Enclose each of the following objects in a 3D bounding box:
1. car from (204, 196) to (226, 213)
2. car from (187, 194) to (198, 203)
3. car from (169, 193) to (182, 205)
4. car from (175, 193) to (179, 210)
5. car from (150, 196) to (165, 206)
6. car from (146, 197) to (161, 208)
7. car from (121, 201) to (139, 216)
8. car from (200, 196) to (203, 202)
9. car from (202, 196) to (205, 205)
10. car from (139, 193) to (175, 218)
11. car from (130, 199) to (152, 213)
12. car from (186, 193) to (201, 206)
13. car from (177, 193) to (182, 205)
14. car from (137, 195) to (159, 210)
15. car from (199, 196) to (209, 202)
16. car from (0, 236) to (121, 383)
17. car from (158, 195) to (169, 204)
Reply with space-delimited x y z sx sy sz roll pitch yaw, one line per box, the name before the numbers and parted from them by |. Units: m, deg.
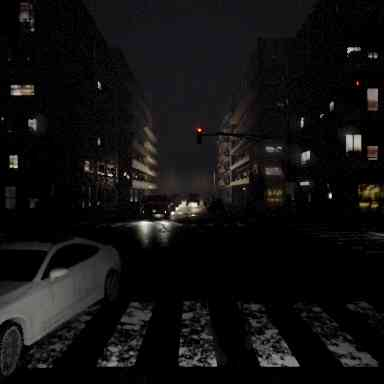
car | 2.736 1.448 37.829 1.967 1.590 4.097 0 0 0
car | 0.109 1.382 70.821 2.097 1.767 4.553 0 0 0
car | -2.968 1.242 60.497 2.150 2.045 5.566 0 0 1
car | -3.048 1.361 40.038 2.097 1.767 4.553 0 0 0
car | -5.624 1.457 54.884 1.967 1.590 4.097 0 0 0
car | -5.631 1.539 49.032 1.752 1.417 4.829 0 0 0
car | -5.651 1.572 32.154 1.947 1.339 4.313 0 0 0
car | 2.757 1.598 54.876 1.802 1.307 4.206 0 0 0
car | 2.743 1.451 43.511 1.967 1.590 4.097 0 0 0
car | -3.081 1.227 30.126 2.150 2.045 5.566 0 0 1
car | -5.645 1.533 37.667 1.752 1.417 4.829 0 0 0
car | 0.171 1.232 56.259 2.150 2.045 5.566 0 -1 0
car | -3.028 1.366 49.937 2.097 1.767 4.553 0 0 0
car | -5.638 1.326 43.519 2.192 1.841 5.009 0 0 0
car | 2.784 1.584 77.605 2.008 1.369 4.403 0 0 0
car | -2.757 1.547 5.684 1.812 1.442 4.674 -1 -1 12
car | -5.610 1.464 66.250 1.967 1.590 4.097 0 0 0
